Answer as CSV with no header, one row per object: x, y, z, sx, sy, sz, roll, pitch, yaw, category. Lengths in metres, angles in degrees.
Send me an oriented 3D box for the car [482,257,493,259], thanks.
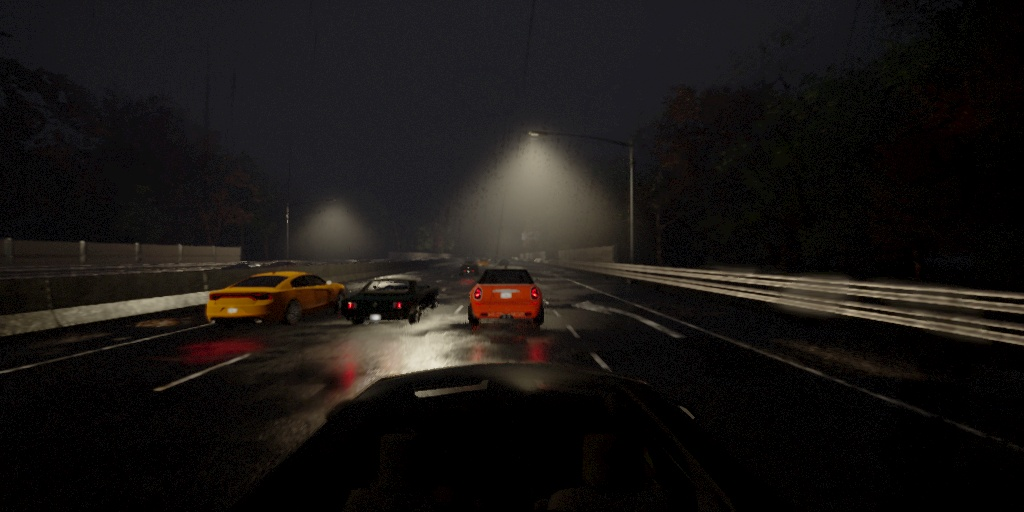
-4.759,1.215,61.332,1.882,1.535,5.008,0,0,-1,car

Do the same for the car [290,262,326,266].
-21.861,1.390,39.554,1.895,1.301,4.718,0,0,-1,car

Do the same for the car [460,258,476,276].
-4.241,1.252,37.057,1.837,1.490,4.892,0,0,-1,car

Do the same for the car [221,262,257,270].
-28.843,1.354,39.057,2.033,1.411,5.357,0,0,-1,car

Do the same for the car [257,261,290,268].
-25.356,1.324,39.626,1.812,1.442,4.674,0,0,-1,car

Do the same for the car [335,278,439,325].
-3.701,1.356,11.844,1.895,1.301,4.718,0,0,-1,car

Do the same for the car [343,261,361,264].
-18.380,1.272,40.526,2.128,1.511,4.902,0,0,-1,car

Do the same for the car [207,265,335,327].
-7.198,1.242,11.639,1.882,1.535,5.008,0,0,-1,car

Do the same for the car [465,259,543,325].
-0.203,1.098,11.975,2.097,1.767,4.553,0,0,-1,car
